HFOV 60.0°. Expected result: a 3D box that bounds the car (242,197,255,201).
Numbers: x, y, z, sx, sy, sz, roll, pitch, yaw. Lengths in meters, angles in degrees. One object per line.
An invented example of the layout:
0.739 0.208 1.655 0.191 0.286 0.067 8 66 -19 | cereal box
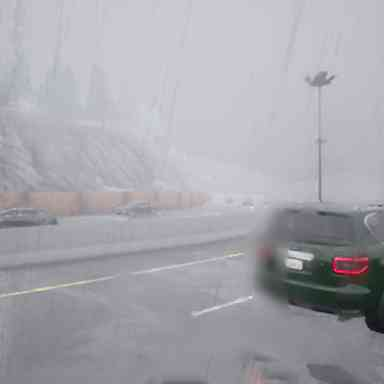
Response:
9.746 1.705 57.127 1.837 1.490 4.892 0 0 12 | car

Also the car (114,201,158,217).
-5.455 1.645 32.969 1.837 1.490 4.892 0 0 38 | car

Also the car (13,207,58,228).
-10.094 1.586 18.574 4.902 1.511 2.128 0 0 -39 | car

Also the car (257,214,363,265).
4.660 1.642 12.716 4.718 1.301 1.895 0 0 -44 | car

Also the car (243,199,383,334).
3.667 1.243 7.059 5.566 2.045 2.150 0 0 -41 | car

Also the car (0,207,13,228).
-10.530 1.554 13.851 5.008 1.535 1.882 0 0 -37 | car

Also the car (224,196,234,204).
8.138 1.590 72.747 2.097 1.767 4.553 0 0 5 | car

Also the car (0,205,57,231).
-11.832 1.656 21.545 5.357 1.411 2.033 0 0 -39 | car

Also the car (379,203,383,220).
17.516 1.678 29.085 1.895 1.301 4.718 0 0 31 | car

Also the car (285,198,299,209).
14.628 1.683 48.491 1.812 1.442 4.674 0 0 18 | car

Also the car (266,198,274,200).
13.057 1.754 55.900 1.994 1.385 4.181 0 0 13 | car
